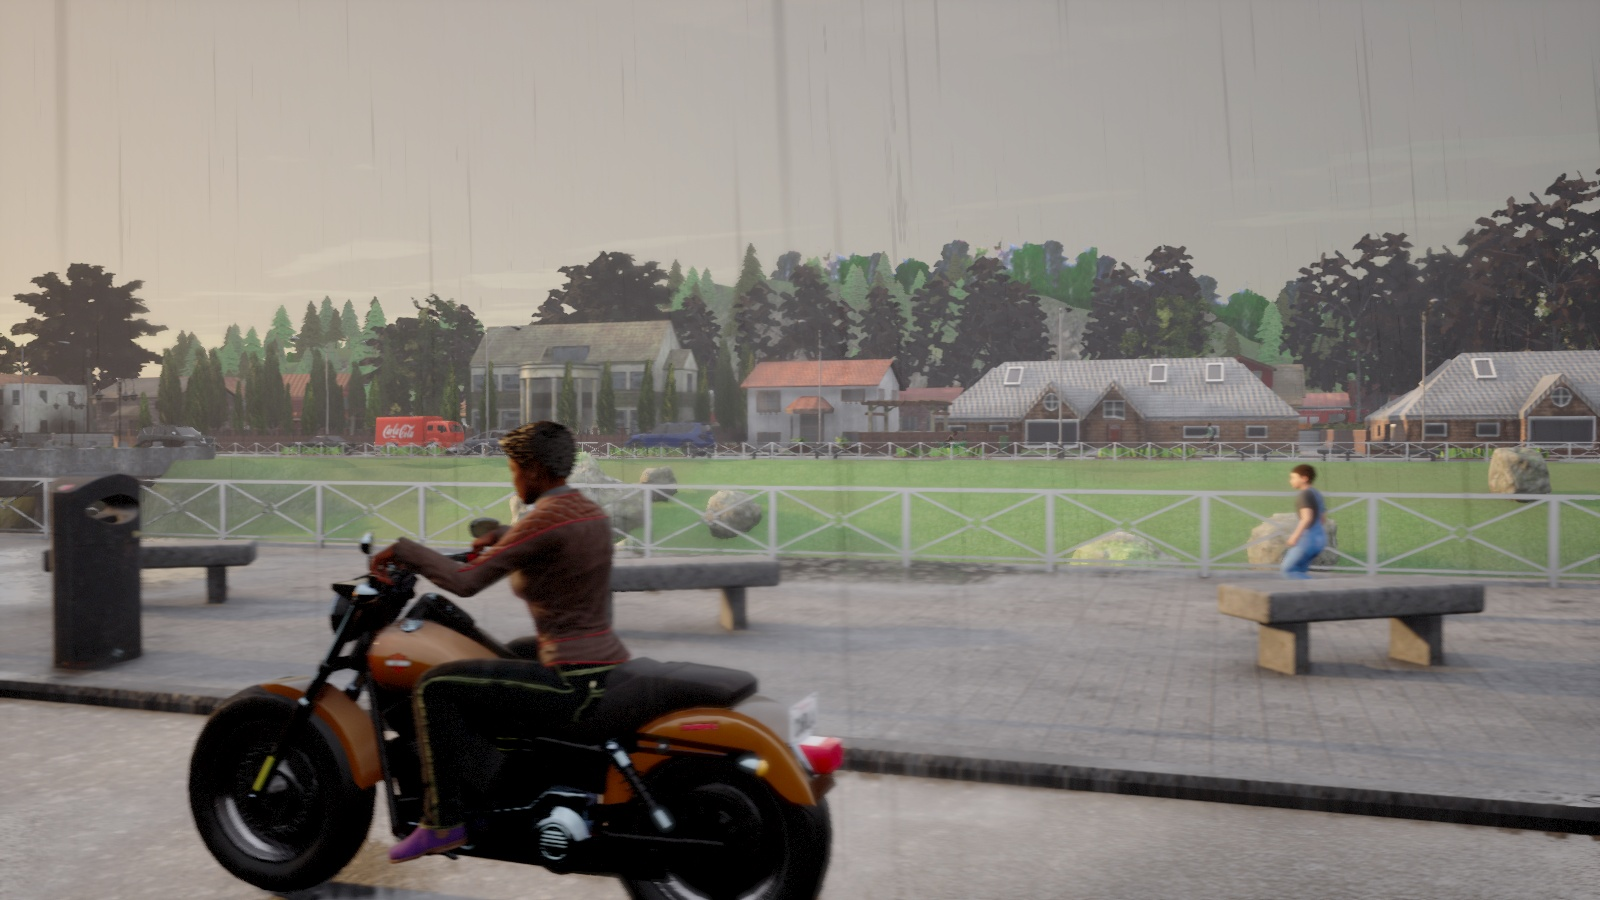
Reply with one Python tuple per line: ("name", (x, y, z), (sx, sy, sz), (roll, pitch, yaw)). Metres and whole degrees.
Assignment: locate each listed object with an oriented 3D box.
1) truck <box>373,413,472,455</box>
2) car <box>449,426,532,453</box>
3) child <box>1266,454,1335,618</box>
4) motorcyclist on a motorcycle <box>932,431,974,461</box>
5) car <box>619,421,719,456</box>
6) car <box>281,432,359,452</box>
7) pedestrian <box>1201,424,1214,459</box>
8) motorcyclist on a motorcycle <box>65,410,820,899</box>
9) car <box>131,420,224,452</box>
("truck", (-23.009, -0.972, 76.512), (5.204, 2.467, 2.627), (1, 1, 19))
("car", (-19.593, -0.677, 79.587), (4.611, 1.667, 2.242), (1, 1, 19))
("child", (3.987, 0.671, 10.007), (0.437, 1.263, 0.270), (1, 1, 39))
("motorcyclist on a motorcycle", (8.061, -0.219, 66.058), (2.044, 1.523, 0.797), (1, 1, 19))
("car", (-7.899, -0.696, 75.649), (5.566, 2.045, 2.150), (1, 1, 19))
("car", (-32.012, -0.535, 83.772), (4.718, 1.301, 1.895), (1, 1, 19))
("pedestrian", (22.390, -0.484, 68.998), (0.692, 1.930, 0.396), (1, 1, 19))
("motorcyclist on a motorcycle", (-1.172, 0.707, 4.113), (2.350, 1.649, 0.766), (0, 1, 19))
("car", (-40.931, -0.930, 82.549), (5.566, 2.045, 2.150), (1, 1, 19))
